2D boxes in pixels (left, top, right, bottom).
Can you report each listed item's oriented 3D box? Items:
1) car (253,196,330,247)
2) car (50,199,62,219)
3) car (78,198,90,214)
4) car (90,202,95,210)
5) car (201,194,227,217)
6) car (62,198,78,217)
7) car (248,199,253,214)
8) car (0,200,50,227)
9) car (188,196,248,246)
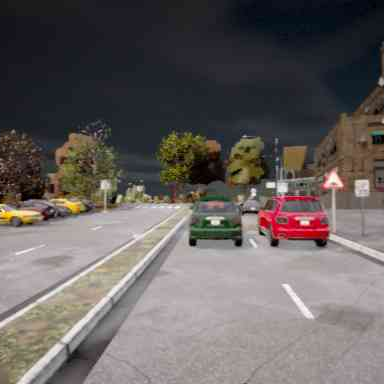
[{"bbox_3d":[4.287,1.189,14.818,2.150,2.045,5.566,0,0,4],"label":"car"},{"bbox_3d":[-12.778,1.468,24.948,4.792,1.488,2.163,0,0,4],"label":"car"},{"bbox_3d":[-12.390,1.379,30.438,5.008,1.535,2.097,0,1,4],"label":"car"},{"bbox_3d":[-12.212,1.348,33.187,4.892,1.521,2.231,0,1,4],"label":"car"},{"bbox_3d":[1.982,1.140,29.963,2.097,1.767,4.553,0,1,4],"label":"car"},{"bbox_3d":[-12.578,1.410,27.691,4.892,1.521,2.231,0,1,4],"label":"car"},{"bbox_3d":[5.228,1.335,29.790,1.994,1.385,4.181,0,1,4],"label":"car"},{"bbox_3d":[-12.741,1.458,22.180,5.366,1.575,1.946,0,0,4],"label":"car"},{"bbox_3d":[1.044,1.199,15.021,2.150,2.045,5.566,0,0,4],"label":"car"}]
